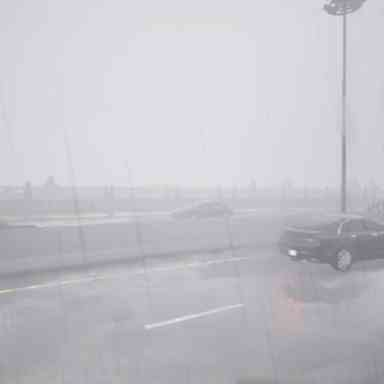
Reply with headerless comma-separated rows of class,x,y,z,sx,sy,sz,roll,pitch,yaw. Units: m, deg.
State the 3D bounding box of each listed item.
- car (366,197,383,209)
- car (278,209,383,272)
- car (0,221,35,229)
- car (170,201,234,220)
car,17.457,1.169,28.212,5.566,2.045,2.150,0,0,-23
car,4.987,1.480,10.640,4.892,1.490,1.837,0,0,-29
car,-8.026,1.483,11.066,5.357,1.411,2.033,0,0,-35
car,0.791,1.419,24.474,4.892,1.490,1.837,0,0,-27
